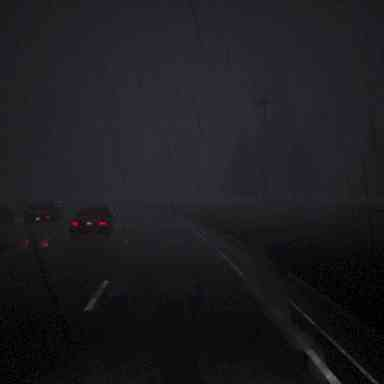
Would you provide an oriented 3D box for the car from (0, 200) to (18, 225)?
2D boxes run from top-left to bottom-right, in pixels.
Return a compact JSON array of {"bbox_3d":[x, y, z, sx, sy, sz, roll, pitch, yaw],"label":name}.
[{"bbox_3d":[-13.479,1.452,22.526,1.994,1.385,4.181,0,0,-14],"label":"car"}]

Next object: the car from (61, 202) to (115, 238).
[{"bbox_3d":[-5.093,1.459,17.338,2.033,1.411,5.357,0,0,-11],"label":"car"}]

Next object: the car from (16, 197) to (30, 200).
[{"bbox_3d":[-19.809,1.284,39.155,1.882,1.535,5.008,0,0,-30],"label":"car"}]

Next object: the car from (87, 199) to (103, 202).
[{"bbox_3d":[-10.961,1.412,37.292,1.895,1.301,4.718,0,0,-22],"label":"car"}]

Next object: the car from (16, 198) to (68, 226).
[{"bbox_3d":[-9.825,1.380,22.310,2.128,1.511,4.902,0,0,-14],"label":"car"}]
